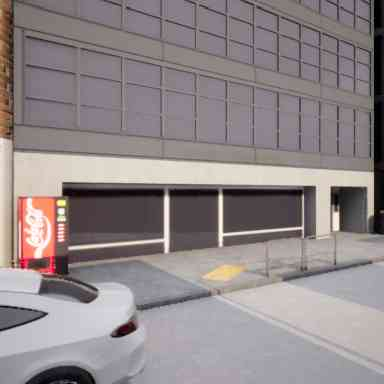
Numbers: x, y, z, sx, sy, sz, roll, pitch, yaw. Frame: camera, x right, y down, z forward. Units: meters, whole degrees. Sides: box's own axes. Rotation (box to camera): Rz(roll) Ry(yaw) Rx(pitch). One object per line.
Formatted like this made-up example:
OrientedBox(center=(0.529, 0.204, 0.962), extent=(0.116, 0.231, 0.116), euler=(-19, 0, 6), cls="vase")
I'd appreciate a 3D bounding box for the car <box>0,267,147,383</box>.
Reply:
OrientedBox(center=(-2.737, 1.526, 3.075), extent=(4.674, 1.442, 1.812), euler=(0, 0, -28), cls="car")
